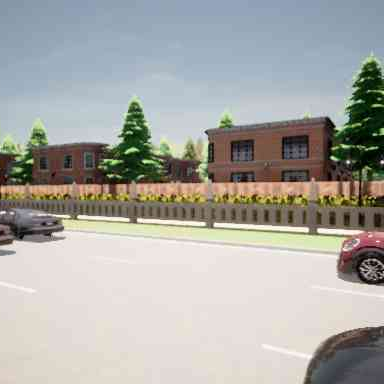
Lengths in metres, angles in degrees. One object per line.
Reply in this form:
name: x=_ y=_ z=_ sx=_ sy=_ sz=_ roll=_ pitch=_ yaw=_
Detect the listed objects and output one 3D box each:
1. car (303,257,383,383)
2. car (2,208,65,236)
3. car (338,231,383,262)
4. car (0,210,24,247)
car: x=3.100 y=1.506 z=1.755 sx=4.892 sy=1.490 sz=1.837 roll=0 pitch=0 yaw=30
car: x=-8.770 y=1.515 z=16.647 sx=5.357 sy=1.411 sz=2.033 roll=0 pitch=0 yaw=30
car: x=6.043 y=1.348 z=8.136 sx=4.553 sy=1.767 sz=2.097 roll=0 pitch=0 yaw=30
car: x=-9.159 y=1.520 z=12.828 sx=5.357 sy=1.411 sz=2.033 roll=0 pitch=0 yaw=30
